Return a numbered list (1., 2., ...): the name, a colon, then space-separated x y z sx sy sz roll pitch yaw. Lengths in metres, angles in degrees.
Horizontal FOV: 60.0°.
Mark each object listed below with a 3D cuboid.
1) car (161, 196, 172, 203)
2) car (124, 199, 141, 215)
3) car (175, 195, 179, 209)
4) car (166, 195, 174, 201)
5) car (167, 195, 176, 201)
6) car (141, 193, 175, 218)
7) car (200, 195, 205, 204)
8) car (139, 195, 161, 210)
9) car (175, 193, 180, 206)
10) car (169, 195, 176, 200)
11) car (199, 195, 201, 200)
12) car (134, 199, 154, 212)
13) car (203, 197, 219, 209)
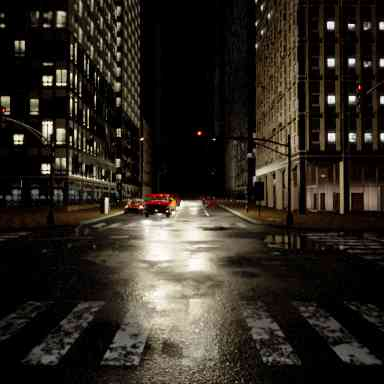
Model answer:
1. car: -5.567 1.574 72.841 1.887 1.381 4.507 1 0 0
2. car: -5.623 1.453 33.815 1.967 1.590 4.097 1 0 0
3. car: -3.036 1.494 41.571 1.882 1.535 5.008 0 0 0
4. car: -5.551 1.578 83.992 1.887 1.381 4.507 1 0 0
5. car: -5.543 1.587 89.567 2.008 1.369 4.403 1 0 0
6. car: -3.047 1.233 31.144 2.150 2.045 5.566 0 0 0
7. car: 2.789 1.547 56.341 1.752 1.417 4.829 1 0 0
8. car: -5.604 1.332 44.966 2.192 1.841 5.009 1 0 0
9. car: -3.010 1.244 52.122 2.150 2.045 5.566 0 0 0
10. car: -5.535 1.605 95.142 1.947 1.339 4.313 1 0 0
11. car: 2.796 1.590 61.748 1.947 1.339 4.313 1 0 0
12. car: -5.618 1.597 39.390 1.802 1.307 4.206 1 0 0
13. car: 2.770 1.599 45.015 1.802 1.307 4.206 1 0 0
